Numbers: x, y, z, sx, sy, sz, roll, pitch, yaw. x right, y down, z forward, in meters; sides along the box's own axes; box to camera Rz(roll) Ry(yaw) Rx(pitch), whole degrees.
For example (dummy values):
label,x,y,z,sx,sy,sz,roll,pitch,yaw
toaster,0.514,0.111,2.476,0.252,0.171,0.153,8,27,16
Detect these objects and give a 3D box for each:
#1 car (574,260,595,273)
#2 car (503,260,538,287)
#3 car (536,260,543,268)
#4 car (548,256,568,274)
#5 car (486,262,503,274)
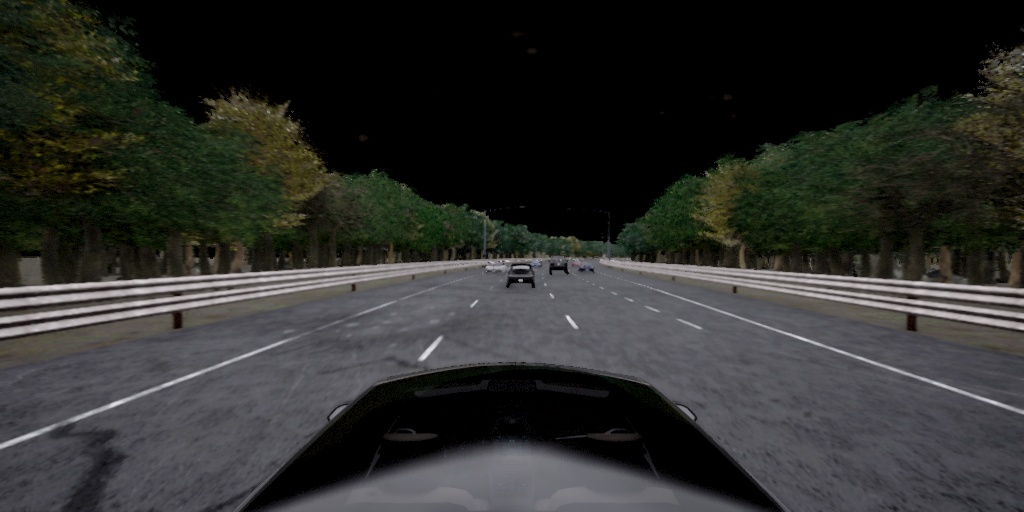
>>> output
label,x,y,z,sx,sy,sz,roll,pitch,yaw
car,9.287,1.435,45.380,1.895,1.301,4.718,0,0,7
car,0.666,1.271,24.745,1.837,1.490,4.892,0,0,3
car,4.383,1.372,63.020,2.033,1.411,5.357,0,0,9
car,5.473,1.030,42.392,2.150,2.045,5.566,0,0,6
car,-1.761,1.367,41.934,1.895,1.301,4.718,0,0,6
